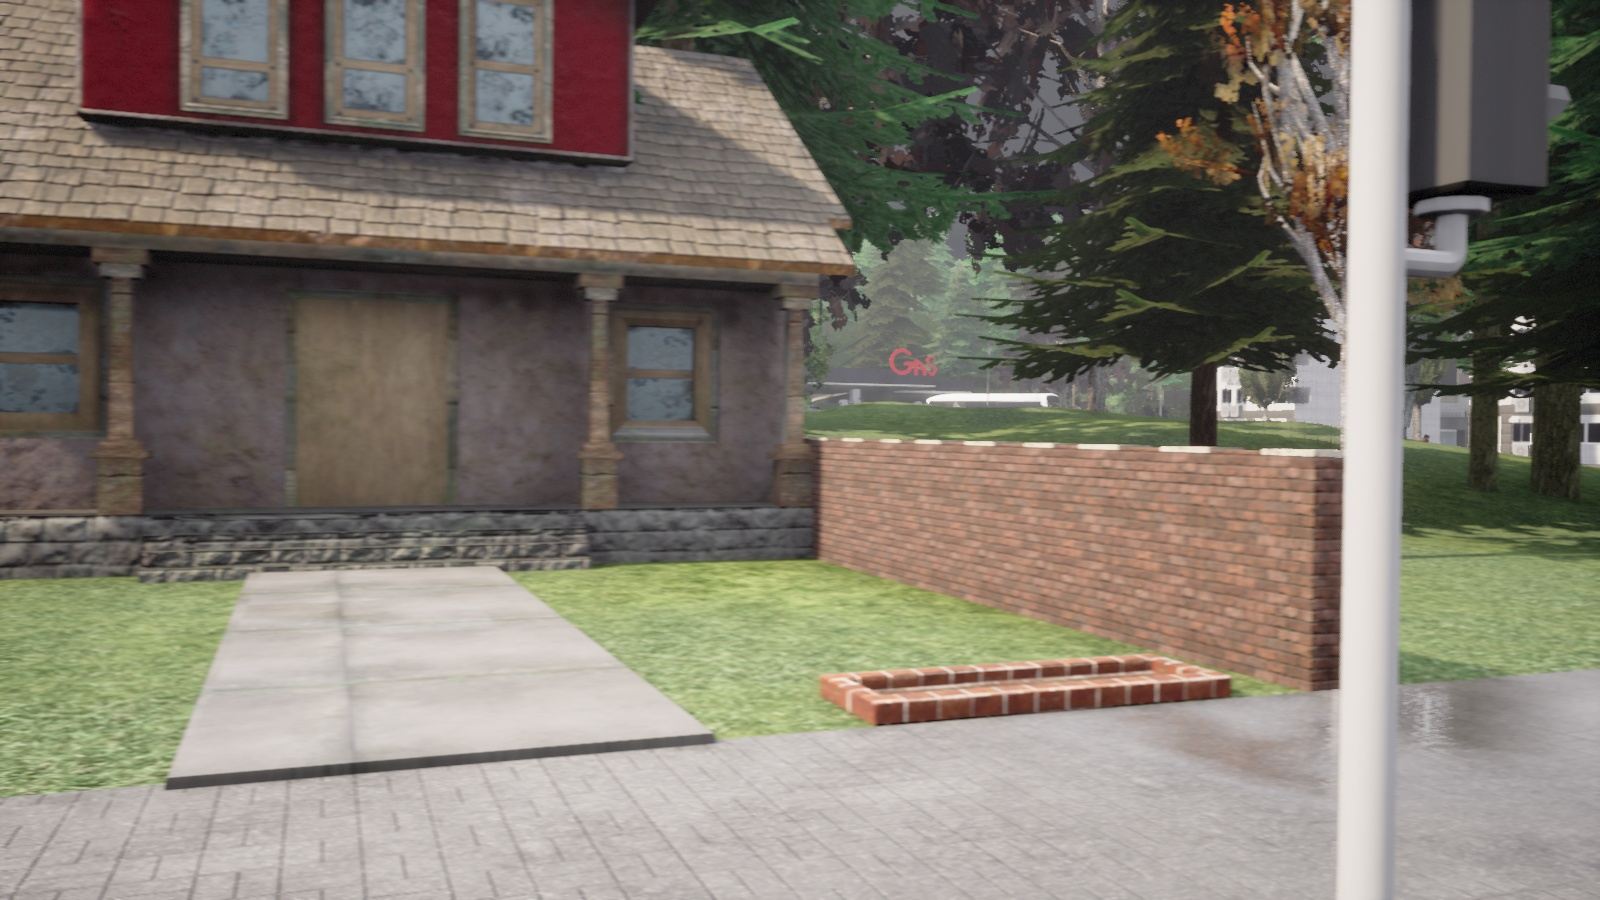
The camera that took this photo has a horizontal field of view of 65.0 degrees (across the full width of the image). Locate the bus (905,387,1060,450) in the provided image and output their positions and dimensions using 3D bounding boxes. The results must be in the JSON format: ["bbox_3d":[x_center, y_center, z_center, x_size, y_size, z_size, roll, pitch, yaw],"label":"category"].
[{"bbox_3d":[12.994,-2.187,89.898,10.273,4.253,3.944,0,1,31],"label":"bus"}]
